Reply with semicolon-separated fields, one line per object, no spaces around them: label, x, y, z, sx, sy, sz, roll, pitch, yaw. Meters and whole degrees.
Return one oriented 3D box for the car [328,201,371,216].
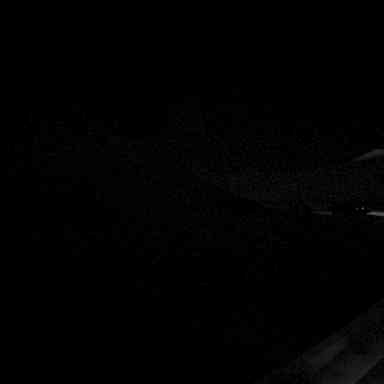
car;16.263;1.668;34.577;2.033;1.411;5.357;0;0;-5
